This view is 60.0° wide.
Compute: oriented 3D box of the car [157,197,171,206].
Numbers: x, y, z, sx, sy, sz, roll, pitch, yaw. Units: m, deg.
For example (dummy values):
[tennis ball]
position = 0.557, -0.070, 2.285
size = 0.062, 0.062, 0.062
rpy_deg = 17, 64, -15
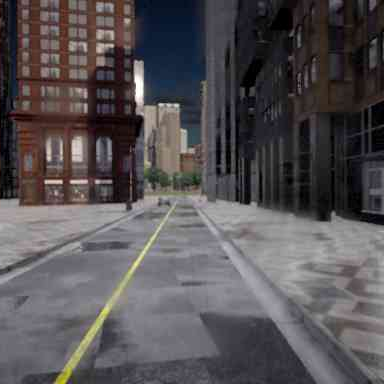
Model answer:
[car]
position = -4.335, 1.451, 52.174
size = 1.812, 1.442, 4.674
rpy_deg = 0, 0, -2
